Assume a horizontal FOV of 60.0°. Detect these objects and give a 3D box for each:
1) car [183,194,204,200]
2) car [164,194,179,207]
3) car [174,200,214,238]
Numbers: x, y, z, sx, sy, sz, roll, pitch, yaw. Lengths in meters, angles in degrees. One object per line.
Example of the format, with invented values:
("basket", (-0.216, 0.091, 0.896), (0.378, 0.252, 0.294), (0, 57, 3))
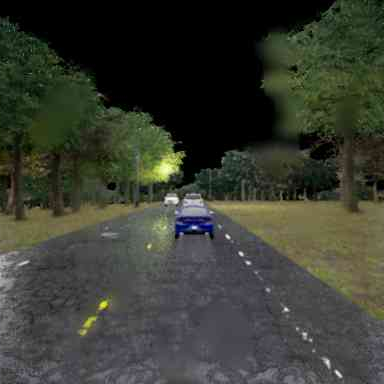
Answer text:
("car", (0.141, 1.248, 37.654), (2.150, 2.045, 5.566), (0, 0, 0))
("car", (-3.432, 1.386, 56.296), (2.150, 2.045, 5.566), (0, -1, 0))
("car", (0.113, 1.444, 17.533), (1.882, 1.535, 5.008), (0, 0, 0))
